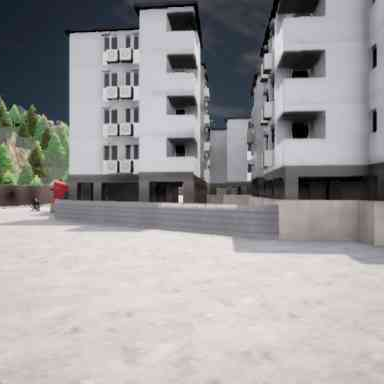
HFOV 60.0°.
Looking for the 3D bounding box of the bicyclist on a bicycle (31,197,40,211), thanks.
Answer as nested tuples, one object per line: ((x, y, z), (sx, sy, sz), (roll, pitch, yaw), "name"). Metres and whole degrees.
((-17.145, 1.326, 36.348), (1.656, 1.620, 0.582), (0, 0, 35), "bicyclist on a bicycle")
